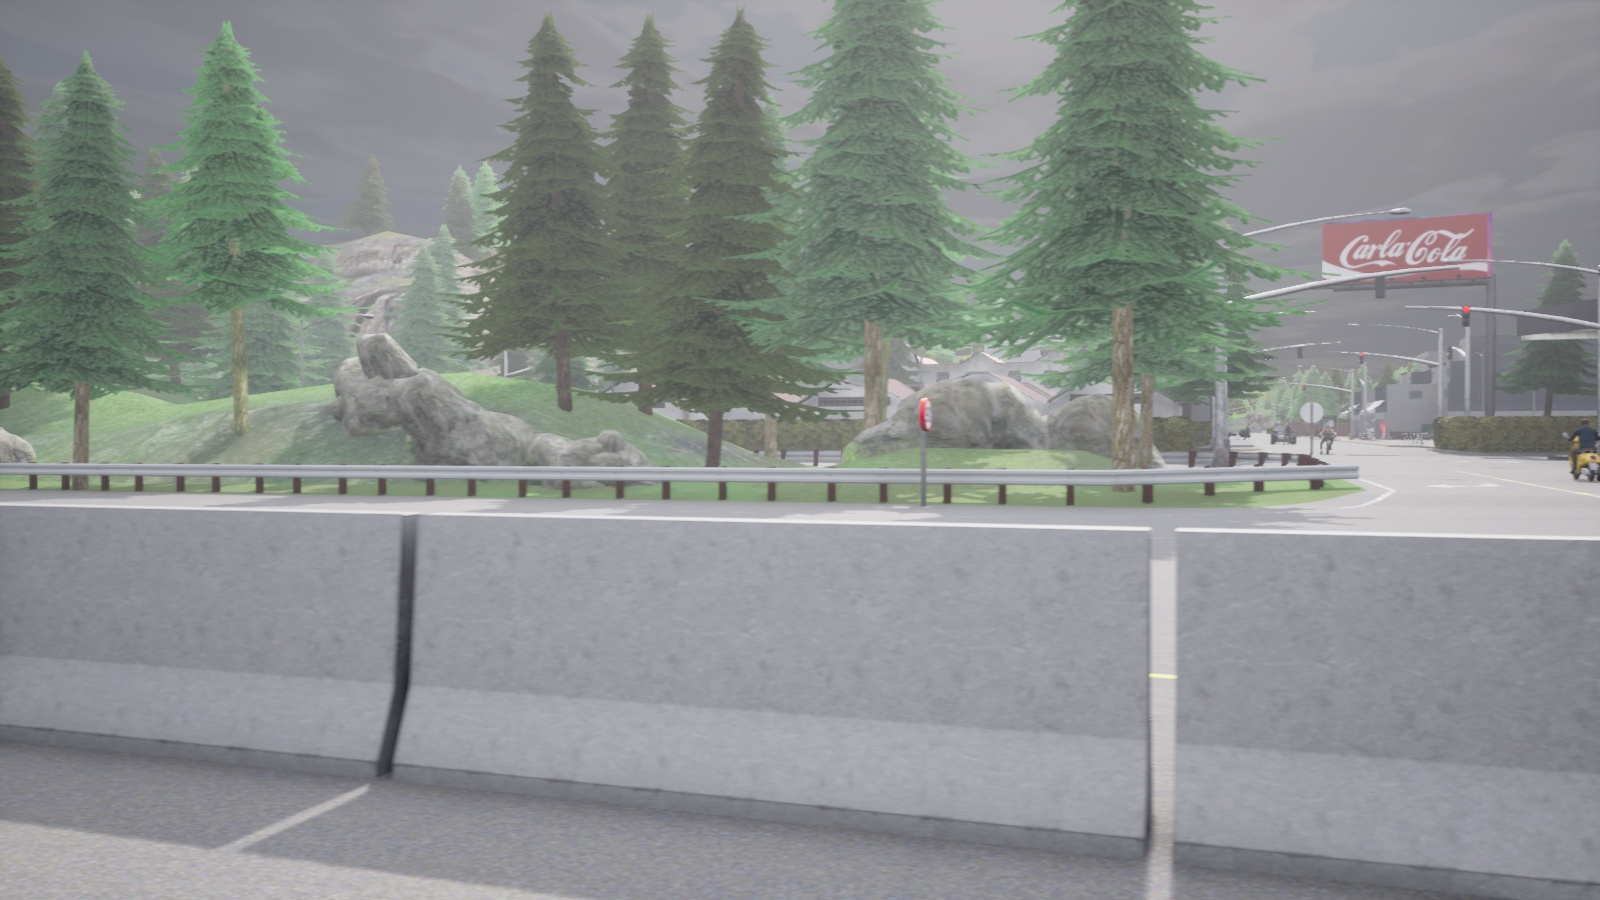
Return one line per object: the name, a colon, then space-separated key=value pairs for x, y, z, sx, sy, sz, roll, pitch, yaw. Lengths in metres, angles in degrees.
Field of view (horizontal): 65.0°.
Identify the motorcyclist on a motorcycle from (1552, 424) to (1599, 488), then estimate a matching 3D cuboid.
motorcyclist on a motorcycle: x=20.032 y=0.144 z=32.214 sx=0.866 sy=1.590 sz=1.817 roll=1 pitch=1 yaw=18
